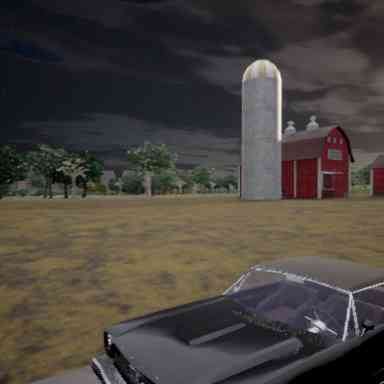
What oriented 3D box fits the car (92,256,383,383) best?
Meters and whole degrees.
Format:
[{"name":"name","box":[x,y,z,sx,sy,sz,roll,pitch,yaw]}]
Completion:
[{"name":"car","box":[1.333,1.586,4.023,4.718,1.301,1.895,0,0,-36]}]
